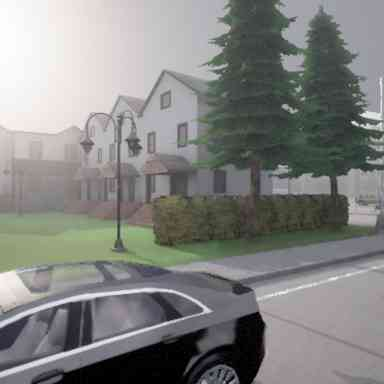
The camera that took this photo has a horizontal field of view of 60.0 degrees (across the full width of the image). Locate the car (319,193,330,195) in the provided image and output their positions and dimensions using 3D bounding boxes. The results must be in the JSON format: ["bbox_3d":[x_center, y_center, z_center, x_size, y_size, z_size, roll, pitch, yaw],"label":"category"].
[{"bbox_3d":[29.192,1.196,72.116,1.905,1.878,3.866,0,0,-36],"label":"car"}]

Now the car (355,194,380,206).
[{"bbox_3d":[26.443,1.188,48.696,1.932,1.855,4.605,0,0,-36],"label":"car"}]

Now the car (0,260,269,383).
[{"bbox_3d":[-1.441,1.492,2.970,4.902,1.511,2.128,0,0,-36],"label":"car"}]
